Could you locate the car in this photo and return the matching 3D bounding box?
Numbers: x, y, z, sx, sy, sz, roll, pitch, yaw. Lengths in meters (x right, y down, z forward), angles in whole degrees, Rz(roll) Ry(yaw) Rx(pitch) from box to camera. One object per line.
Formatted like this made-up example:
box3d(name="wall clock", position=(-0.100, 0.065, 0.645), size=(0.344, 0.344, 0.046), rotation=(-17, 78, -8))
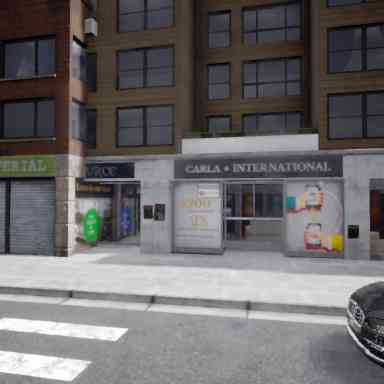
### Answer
box3d(name="car", position=(4.567, 1.521, 4.044), size=(4.892, 1.490, 1.837), rotation=(-1, -1, 13))
